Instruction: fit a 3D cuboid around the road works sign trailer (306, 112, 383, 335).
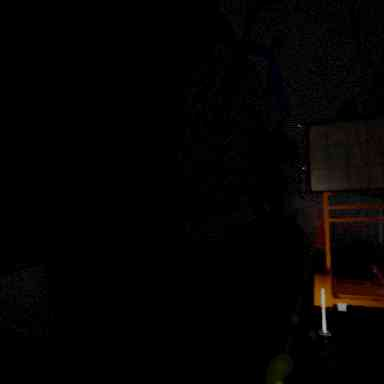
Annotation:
[{"bbox_3d":[3.437,0.367,6.093,2.380,3.560,2.880,-3,-1,22],"label":"road works sign trailer"}]
